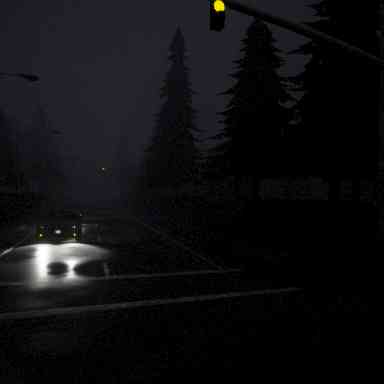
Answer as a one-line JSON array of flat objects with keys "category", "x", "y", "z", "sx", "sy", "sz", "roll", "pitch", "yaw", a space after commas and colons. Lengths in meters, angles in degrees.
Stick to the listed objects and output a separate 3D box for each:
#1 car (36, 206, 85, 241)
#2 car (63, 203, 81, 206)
[{"category": "car", "x": -6.671, "y": 1.639, "z": 17.012, "sx": 1.994, "sy": 1.385, "sz": 4.181, "roll": 1, "pitch": 0, "yaw": -17}, {"category": "car", "x": -9.726, "y": 1.629, "z": 26.928, "sx": 2.033, "sy": 1.411, "sz": 5.357, "roll": 1, "pitch": 0, "yaw": -17}]
